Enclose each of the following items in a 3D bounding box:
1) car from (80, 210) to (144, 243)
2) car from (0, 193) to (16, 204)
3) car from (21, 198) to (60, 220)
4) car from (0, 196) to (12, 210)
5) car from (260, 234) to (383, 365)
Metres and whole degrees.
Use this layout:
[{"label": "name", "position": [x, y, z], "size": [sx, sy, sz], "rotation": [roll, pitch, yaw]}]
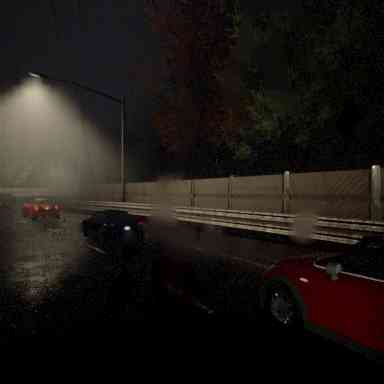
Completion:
[{"label": "car", "position": [-3.970, 1.563, 16.210], "size": [1.994, 1.385, 4.181], "rotation": [0, 0, -34]}, {"label": "car", "position": [-32.533, 1.219, 58.218], "size": [2.150, 2.045, 5.566], "rotation": [0, 0, -17]}, {"label": "car", "position": [-12.829, 1.350, 28.006], "size": [2.097, 1.767, 4.553], "rotation": [0, 0, -39]}, {"label": "car", "position": [-24.948, 1.562, 42.885], "size": [1.994, 1.385, 4.181], "rotation": [0, 0, -37]}, {"label": "car", "position": [3.012, 1.352, 4.641], "size": [2.097, 1.767, 4.553], "rotation": [0, 0, -28]}]
